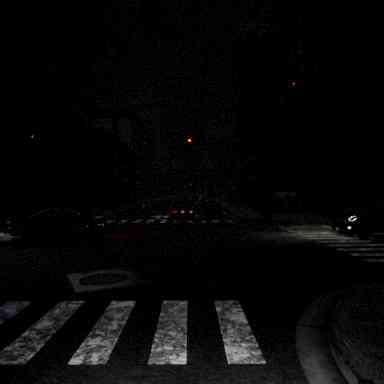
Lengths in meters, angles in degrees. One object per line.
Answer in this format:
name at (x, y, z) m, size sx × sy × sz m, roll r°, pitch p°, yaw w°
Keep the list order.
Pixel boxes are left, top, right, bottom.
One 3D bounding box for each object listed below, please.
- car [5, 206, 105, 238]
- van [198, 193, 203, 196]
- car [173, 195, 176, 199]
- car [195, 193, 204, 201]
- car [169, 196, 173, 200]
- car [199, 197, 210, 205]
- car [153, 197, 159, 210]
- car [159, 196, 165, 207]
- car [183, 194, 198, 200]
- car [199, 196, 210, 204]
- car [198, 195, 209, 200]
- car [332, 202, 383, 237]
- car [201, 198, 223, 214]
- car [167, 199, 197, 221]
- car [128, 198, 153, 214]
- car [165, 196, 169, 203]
car at (-7.060, 1.512, 17.336) m, size 4.902 × 1.511 × 2.128 m, roll 0°, pitch 0°, yaw 0°
van at (2.346, 1.424, 58.196) m, size 1.690 × 1.788 × 3.998 m, roll 0°, pitch 0°, yaw 0°
car at (-5.658, 1.694, 80.246) m, size 2.008 × 1.369 × 4.403 m, roll 0°, pitch 0°, yaw 0°
car at (2.009, 1.401, 90.152) m, size 2.150 × 2.045 × 5.566 m, roll 0°, pitch 0°, yaw 0°
car at (-5.668, 1.552, 69.225) m, size 1.967 × 1.590 × 4.097 m, roll 0°, pitch 0°, yaw 0°
car at (2.351, 1.647, 63.706) m, size 2.008 × 1.369 × 4.403 m, roll 0°, pitch 0°, yaw 0°
car at (-5.694, 1.490, 41.671) m, size 1.967 × 1.590 × 4.097 m, roll 0°, pitch 0°, yaw 0°
car at (-5.684, 1.653, 52.692) m, size 1.802 × 1.307 × 4.206 m, roll 0°, pitch 0°, yaw 0°
car at (-0.286, 1.601, 63.301) m, size 1.837 × 1.490 × 4.892 m, roll 0°, pitch 0°, yaw 0°
car at (2.336, 1.641, 47.175) m, size 1.802 × 1.307 × 4.206 m, roll 0°, pitch 0°, yaw 0°
car at (2.341, 1.637, 52.685) m, size 1.947 × 1.339 × 4.313 m, roll 0°, pitch 0°, yaw 0°
car at (9.750, 1.311, 17.284) m, size 4.553 × 1.767 × 2.097 m, roll 0°, pitch 0°, yaw -3°
car at (2.326, 1.606, 36.152) m, size 1.947 × 1.339 × 4.313 m, roll 0°, pitch 0°, yaw 0°
car at (-0.780, 1.574, 27.852) m, size 2.033 × 1.411 × 5.357 m, roll 0°, pitch 0°, yaw -2°
car at (-5.699, 1.480, 36.160) m, size 1.967 × 1.590 × 4.097 m, roll 0°, pitch 0°, yaw 0°
car at (-5.678, 1.634, 58.203) m, size 2.008 × 1.369 × 4.403 m, roll 0°, pitch 0°, yaw 0°
